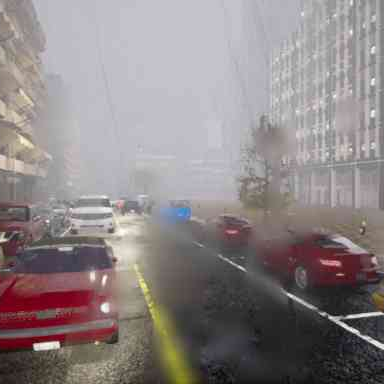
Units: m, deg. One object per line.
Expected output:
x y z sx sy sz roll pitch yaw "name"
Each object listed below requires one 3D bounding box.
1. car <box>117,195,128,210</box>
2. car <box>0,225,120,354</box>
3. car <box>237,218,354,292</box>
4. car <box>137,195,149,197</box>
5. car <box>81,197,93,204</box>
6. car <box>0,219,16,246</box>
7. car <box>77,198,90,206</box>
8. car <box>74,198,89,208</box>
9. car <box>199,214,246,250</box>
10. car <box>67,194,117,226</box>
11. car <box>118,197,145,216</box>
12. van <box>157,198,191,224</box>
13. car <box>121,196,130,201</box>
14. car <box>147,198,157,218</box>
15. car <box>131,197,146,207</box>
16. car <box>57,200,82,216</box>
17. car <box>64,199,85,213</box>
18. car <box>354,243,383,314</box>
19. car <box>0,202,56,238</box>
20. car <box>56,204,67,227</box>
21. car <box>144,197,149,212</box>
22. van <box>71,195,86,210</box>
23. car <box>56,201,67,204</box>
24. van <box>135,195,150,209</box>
-8.782 1.365 43.150 2.097 1.767 4.553 0 0 -14 "car"
-2.364 1.600 6.257 1.895 1.301 4.718 0 0 -15 "car"
2.939 1.581 8.814 1.802 1.307 4.206 0 0 -15 "car"
-5.491 1.451 40.884 1.967 1.590 4.097 0 0 -15 "car"
-20.620 1.604 65.479 1.947 1.339 4.313 0 0 -15 "car"
-5.123 1.524 6.520 1.752 1.417 4.829 0 0 -15 "car"
-17.810 1.607 54.789 1.802 1.307 4.206 0 0 -15 "car"
-16.405 1.602 49.444 1.802 1.307 4.206 0 0 -15 "car"
1.534 1.581 14.159 1.802 1.307 4.206 0 0 -15 "car"
-5.684 1.221 19.253 2.150 2.045 5.566 0 0 -15 "car"
-6.120 1.510 33.077 1.837 1.490 4.892 0 0 -15 "car"
-1.277 1.342 24.849 1.690 1.788 3.998 0 0 -15 "van"
-16.730 1.607 83.645 1.887 1.381 4.507 0 0 -15 "car"
-2.724 1.529 30.358 1.752 1.417 4.829 0 0 -15 "car"
-8.344 1.546 51.738 1.752 1.417 4.829 0 0 -15 "car"
-12.190 1.572 33.409 1.947 1.339 4.313 0 0 -15 "car"
-13.595 1.554 38.754 1.887 1.381 4.507 0 0 -15 "car"
4.301 1.526 3.633 1.752 1.417 4.829 0 0 -15 "car"
-6.573 1.314 12.028 2.192 1.841 5.009 0 0 -15 "car"
-7.975 1.550 17.374 2.008 1.369 4.403 0 0 -15 "car"
-4.086 1.572 35.540 1.947 1.339 4.313 0 0 -15 "car"
-15.002 1.355 44.100 1.690 1.788 3.998 0 0 -15 "van"
-9.380 1.551 22.720 2.008 1.369 4.403 0 0 -15 "car"
-6.897 1.356 46.230 1.690 1.788 3.998 0 0 -15 "van"
